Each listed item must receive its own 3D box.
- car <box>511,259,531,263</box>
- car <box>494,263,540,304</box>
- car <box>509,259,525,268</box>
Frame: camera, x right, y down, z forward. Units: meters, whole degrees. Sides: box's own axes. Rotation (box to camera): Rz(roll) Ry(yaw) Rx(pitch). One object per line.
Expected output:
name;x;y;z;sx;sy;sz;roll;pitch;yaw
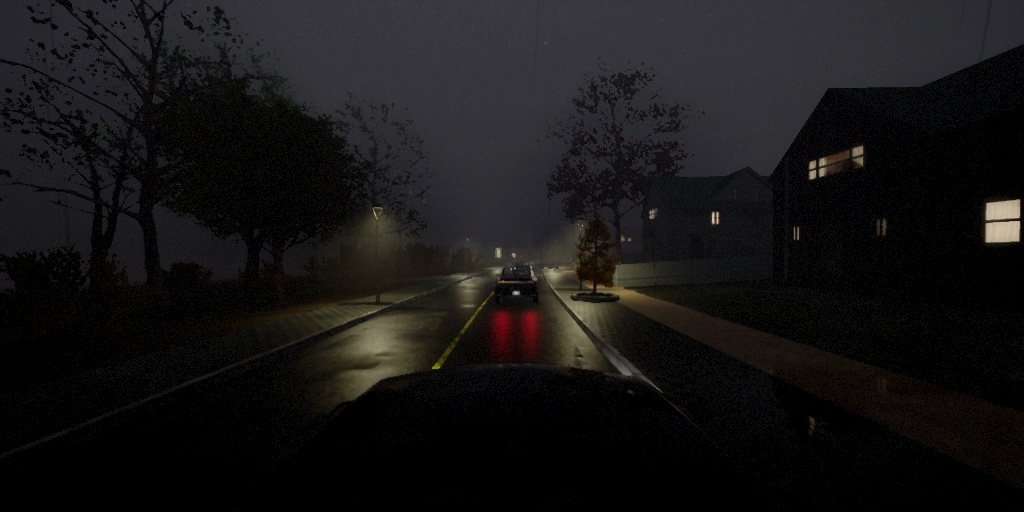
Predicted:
car;0.972;1.212;31.358;2.128;1.511;4.902;0;0;4
car;0.243;1.239;16.422;2.128;1.511;4.902;0;0;2
car;0.904;1.192;59.493;2.033;1.411;5.357;0;0;7
